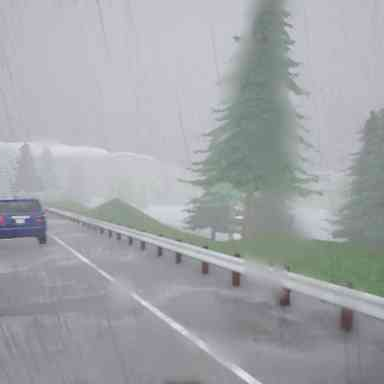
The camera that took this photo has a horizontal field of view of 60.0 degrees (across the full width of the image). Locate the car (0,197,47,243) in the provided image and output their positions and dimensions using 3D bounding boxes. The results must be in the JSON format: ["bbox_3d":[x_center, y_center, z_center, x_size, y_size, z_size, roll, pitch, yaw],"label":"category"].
[{"bbox_3d":[-8.131,1.223,15.398,2.150,2.045,5.566,0,0,-31],"label":"car"}]

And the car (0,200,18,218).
[{"bbox_3d":[-17.687,1.546,31.377,2.033,1.411,5.357,0,0,-31],"label":"car"}]
